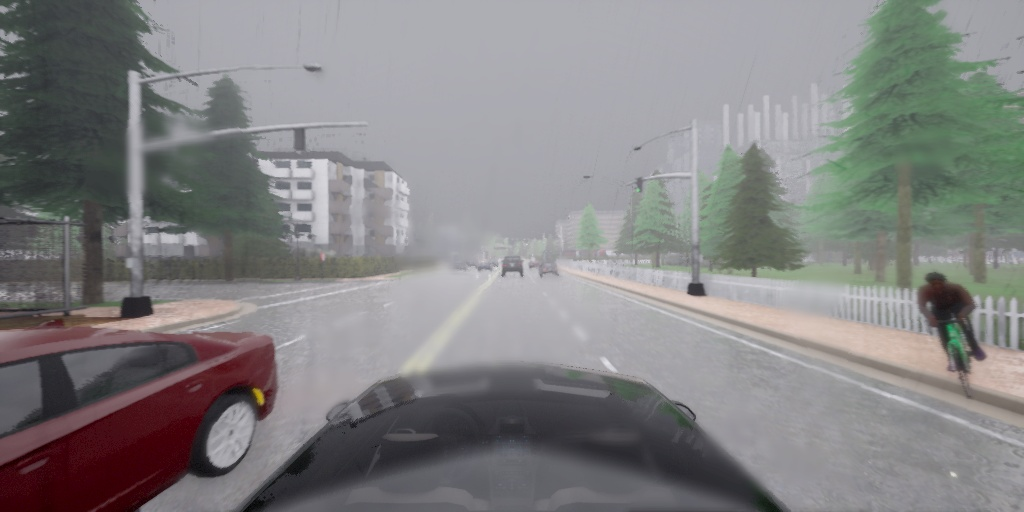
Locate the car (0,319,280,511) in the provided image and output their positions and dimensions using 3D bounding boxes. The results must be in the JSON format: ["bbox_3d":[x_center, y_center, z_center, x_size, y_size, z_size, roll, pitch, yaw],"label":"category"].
[{"bbox_3d":[-3.573,1.266,1.961,1.882,1.535,5.008,-1,0,0],"label":"car"}]

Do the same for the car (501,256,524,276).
[{"bbox_3d":[0.063,0.977,37.061,2.150,2.045,5.566,-1,0,0],"label":"car"}]

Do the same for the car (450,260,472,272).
[{"bbox_3d":[-7.038,1.393,48.292,1.994,1.385,4.181,-1,0,1],"label":"car"}]

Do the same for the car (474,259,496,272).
[{"bbox_3d":[-3.541,1.393,47.442,1.895,1.301,4.718,-1,0,1],"label":"car"}]

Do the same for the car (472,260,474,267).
[{"bbox_3d":[-6.985,1.438,64.805,1.895,1.301,4.718,-1,0,0],"label":"car"}]

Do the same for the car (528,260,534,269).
[{"bbox_3d":[3.577,1.318,56.366,1.895,1.301,4.718,-1,0,0],"label":"car"}]

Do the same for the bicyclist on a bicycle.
[{"bbox_3d":[6.272,1.027,5.100,1.656,1.620,0.582,-7,-7,-37],"label":"bicyclist on a bicycle"}]

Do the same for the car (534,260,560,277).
[{"bbox_3d":[3.548,1.263,34.907,2.033,1.411,5.357,-1,0,1],"label":"car"}]

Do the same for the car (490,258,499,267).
[{"bbox_3d":[-3.488,1.198,64.864,2.097,1.767,4.553,-1,0,0],"label":"car"}]
